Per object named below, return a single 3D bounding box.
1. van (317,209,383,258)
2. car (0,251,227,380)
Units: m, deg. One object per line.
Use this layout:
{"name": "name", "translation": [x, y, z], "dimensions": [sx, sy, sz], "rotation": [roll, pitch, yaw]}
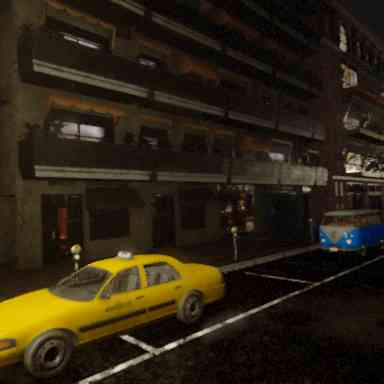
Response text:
{"name": "van", "translation": [6.834, 1.650, 14.026], "dimensions": [3.998, 1.788, 1.690], "rotation": [0, -3, -44]}
{"name": "car", "translation": [-1.397, 1.807, 6.003], "dimensions": [4.829, 1.417, 1.752], "rotation": [0, -3, -44]}
